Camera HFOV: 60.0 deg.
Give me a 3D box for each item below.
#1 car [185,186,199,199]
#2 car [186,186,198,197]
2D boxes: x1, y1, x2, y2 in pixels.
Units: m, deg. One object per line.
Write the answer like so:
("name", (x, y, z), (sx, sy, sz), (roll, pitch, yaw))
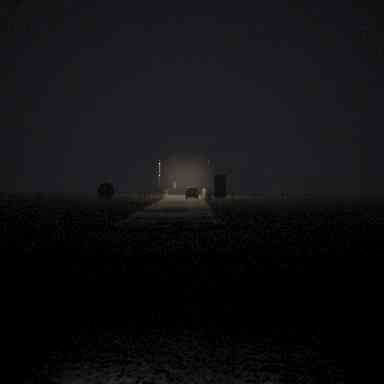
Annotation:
("car", (-0.011, 0.234, 53.357), (2.097, 1.767, 4.553), (0, 1, 0))
("car", (-0.014, -0.108, 63.417), (2.150, 2.045, 5.566), (0, 1, 0))
